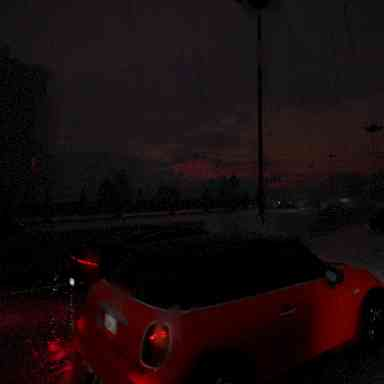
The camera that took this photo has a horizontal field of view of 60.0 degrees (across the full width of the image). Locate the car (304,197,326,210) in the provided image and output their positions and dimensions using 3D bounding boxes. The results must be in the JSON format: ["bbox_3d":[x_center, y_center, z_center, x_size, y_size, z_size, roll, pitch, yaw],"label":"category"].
[{"bbox_3d":[16.731,1.712,45.600,2.033,1.411,5.357,0,0,28],"label":"car"}]

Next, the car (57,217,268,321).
[{"bbox_3d":[-0.466,1.525,8.059,4.892,1.490,1.837,0,0,-38],"label":"car"}]

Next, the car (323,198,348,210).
[{"bbox_3d":[17.080,1.686,39.109,1.994,1.385,4.181,0,0,30],"label":"car"}]

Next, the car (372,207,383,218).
[{"bbox_3d":[12.444,1.604,20.435,1.994,1.385,4.181,0,0,41],"label":"car"}]

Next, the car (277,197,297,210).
[{"bbox_3d":[13.456,1.539,47.033,2.097,1.767,4.553,0,0,27],"label":"car"}]

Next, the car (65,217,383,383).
[{"bbox_3d":[0.853,1.362,4.684,4.553,1.767,2.097,0,0,-38],"label":"car"}]

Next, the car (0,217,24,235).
[{"bbox_3d":[-9.657,1.612,14.475,4.181,1.385,1.994,0,0,-37],"label":"car"}]
